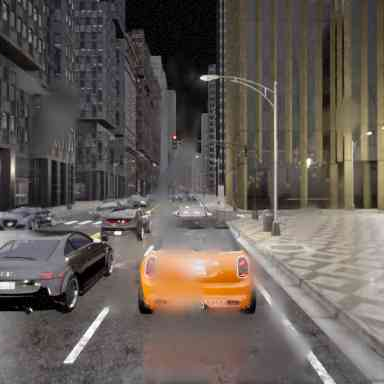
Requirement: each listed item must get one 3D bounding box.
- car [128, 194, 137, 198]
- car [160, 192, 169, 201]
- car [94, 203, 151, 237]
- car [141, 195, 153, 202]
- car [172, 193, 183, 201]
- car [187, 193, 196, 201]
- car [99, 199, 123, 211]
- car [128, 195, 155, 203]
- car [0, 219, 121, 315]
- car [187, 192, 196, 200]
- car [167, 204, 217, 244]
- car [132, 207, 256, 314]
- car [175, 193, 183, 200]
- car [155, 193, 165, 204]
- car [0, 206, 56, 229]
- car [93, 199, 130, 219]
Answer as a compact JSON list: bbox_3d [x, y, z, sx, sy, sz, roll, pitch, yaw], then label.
[{"bbox_3d":[-9.890,1.236,57.970,2.097,1.767,4.553,0,0,0],"label":"car"},{"bbox_3d":[-6.580,1.036,76.204,2.150,2.045,5.566,0,0,0],"label":"car"},{"bbox_3d":[-3.165,1.494,16.563,1.837,1.490,4.892,0,0,0],"label":"car"},{"bbox_3d":[-9.827,1.358,72.934,2.128,1.511,4.902,0,0,0],"label":"car"},{"bbox_3d":[-3.327,1.176,74.279,2.097,1.767,4.553,0,0,0],"label":"car"},{"bbox_3d":[-0.077,1.345,74.313,1.812,1.442,4.674,0,0,0],"label":"car"},{"bbox_3d":[-9.894,1.542,40.977,1.895,1.301,4.718,0,0,0],"label":"car"},{"bbox_3d":[-6.646,1.479,44.342,2.033,1.411,5.357,0,0,0],"label":"car"},{"bbox_3d":[-3.164,1.562,7.667,1.994,1.385,4.181,0,0,0],"label":"car"},{"bbox_3d":[-0.088,0.982,84.287,2.097,1.767,4.553,0,0,0],"label":"car"},{"bbox_3d":[0.015,1.480,16.770,2.128,1.511,4.902,0,0,1],"label":"car"},{"bbox_3d":[0.096,1.350,7.764,2.097,1.767,4.553,0,0,0],"label":"car"},{"bbox_3d":[-3.338,1.126,84.315,1.837,1.490,4.892,0,0,0],"label":"car"},{"bbox_3d":[-6.633,1.424,60.395,2.033,1.411,5.357,0,0,0],"label":"car"},{"bbox_3d":[-9.869,1.549,20.036,1.994,1.385,4.181,0,0,0],"label":"car"},{"bbox_3d":[-6.629,1.499,27.180,1.812,1.442,4.674,0,0,0],"label":"car"}]
